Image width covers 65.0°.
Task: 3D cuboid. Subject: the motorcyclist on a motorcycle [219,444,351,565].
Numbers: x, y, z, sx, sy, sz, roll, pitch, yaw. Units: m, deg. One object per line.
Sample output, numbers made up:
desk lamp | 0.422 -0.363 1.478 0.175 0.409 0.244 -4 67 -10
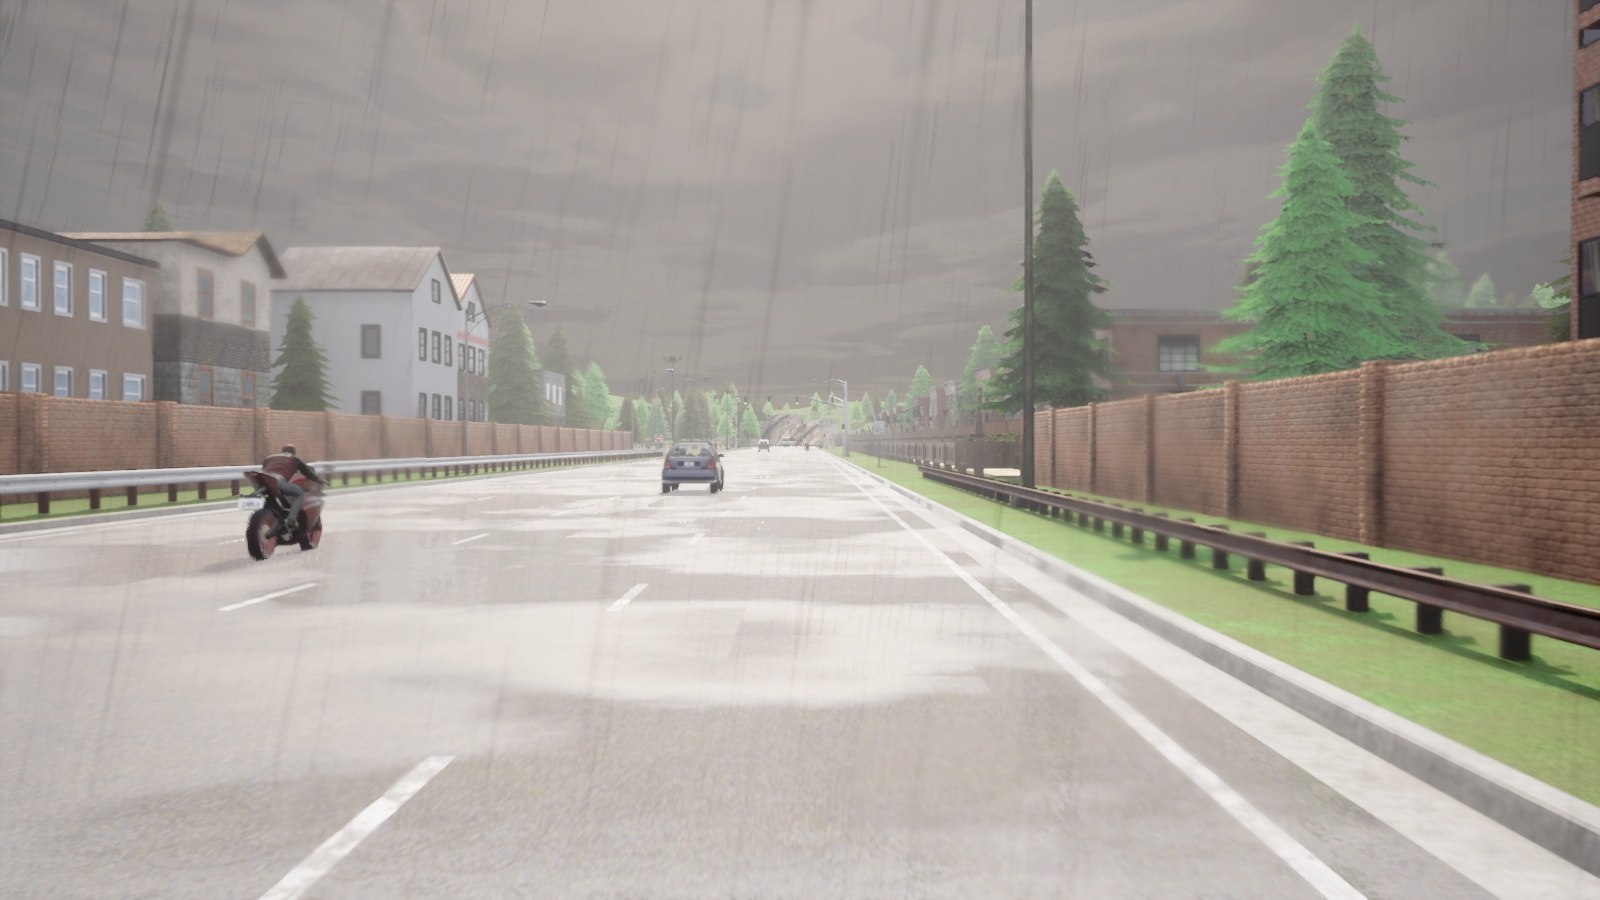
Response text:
motorcyclist on a motorcycle | -6.889 0.680 16.927 0.866 1.530 2.191 0 0 0

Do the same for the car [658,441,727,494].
car | -3.264 0.503 38.828 1.789 1.549 3.705 0 0 0
